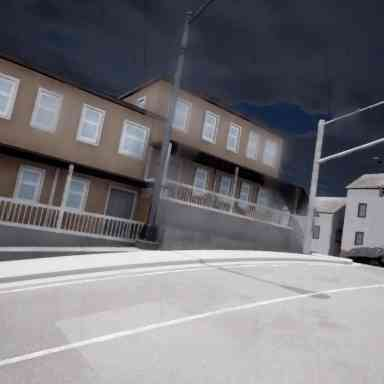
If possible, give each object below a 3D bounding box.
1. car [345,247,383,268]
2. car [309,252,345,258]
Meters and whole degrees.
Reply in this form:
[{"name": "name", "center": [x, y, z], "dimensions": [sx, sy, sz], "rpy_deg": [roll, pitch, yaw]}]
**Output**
[{"name": "car", "center": [15.440, 6.169, 30.317], "dimensions": [2.150, 2.045, 5.566], "rpy_deg": [15, -17, -34]}, {"name": "car", "center": [10.862, 6.156, 30.237], "dimensions": [1.895, 1.301, 4.718], "rpy_deg": [14, -17, -34]}]
